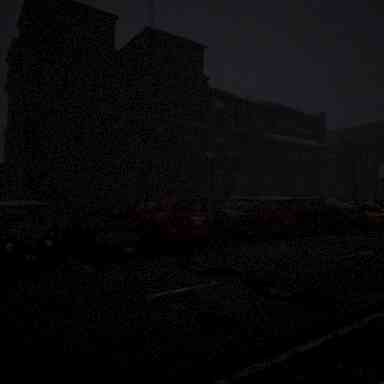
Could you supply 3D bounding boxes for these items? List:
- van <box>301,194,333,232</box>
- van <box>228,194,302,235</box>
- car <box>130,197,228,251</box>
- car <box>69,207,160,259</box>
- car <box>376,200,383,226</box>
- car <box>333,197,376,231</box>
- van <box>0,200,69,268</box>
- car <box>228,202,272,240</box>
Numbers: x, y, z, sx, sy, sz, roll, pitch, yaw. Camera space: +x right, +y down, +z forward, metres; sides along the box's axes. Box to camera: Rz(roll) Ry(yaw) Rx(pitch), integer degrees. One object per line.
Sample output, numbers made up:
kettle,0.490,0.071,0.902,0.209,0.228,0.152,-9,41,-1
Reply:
van,5.478,1.215,19.316,1.878,1.987,4.442,0,0,-35
van,3.302,1.227,17.797,1.878,1.987,4.442,0,0,-35
car,-1.306,1.219,14.470,2.435,2.045,5.566,0,0,-35
car,-3.449,1.506,12.907,2.163,1.488,4.792,0,0,-35
car,10.307,1.409,22.330,1.946,1.575,5.366,0,0,-35
car,7.937,1.175,20.859,2.435,2.045,5.566,0,0,-35
van,-5.783,1.255,11.171,1.878,1.987,4.442,0,0,-35
car,1.094,1.463,16.101,2.231,1.521,4.892,-1,0,-35
